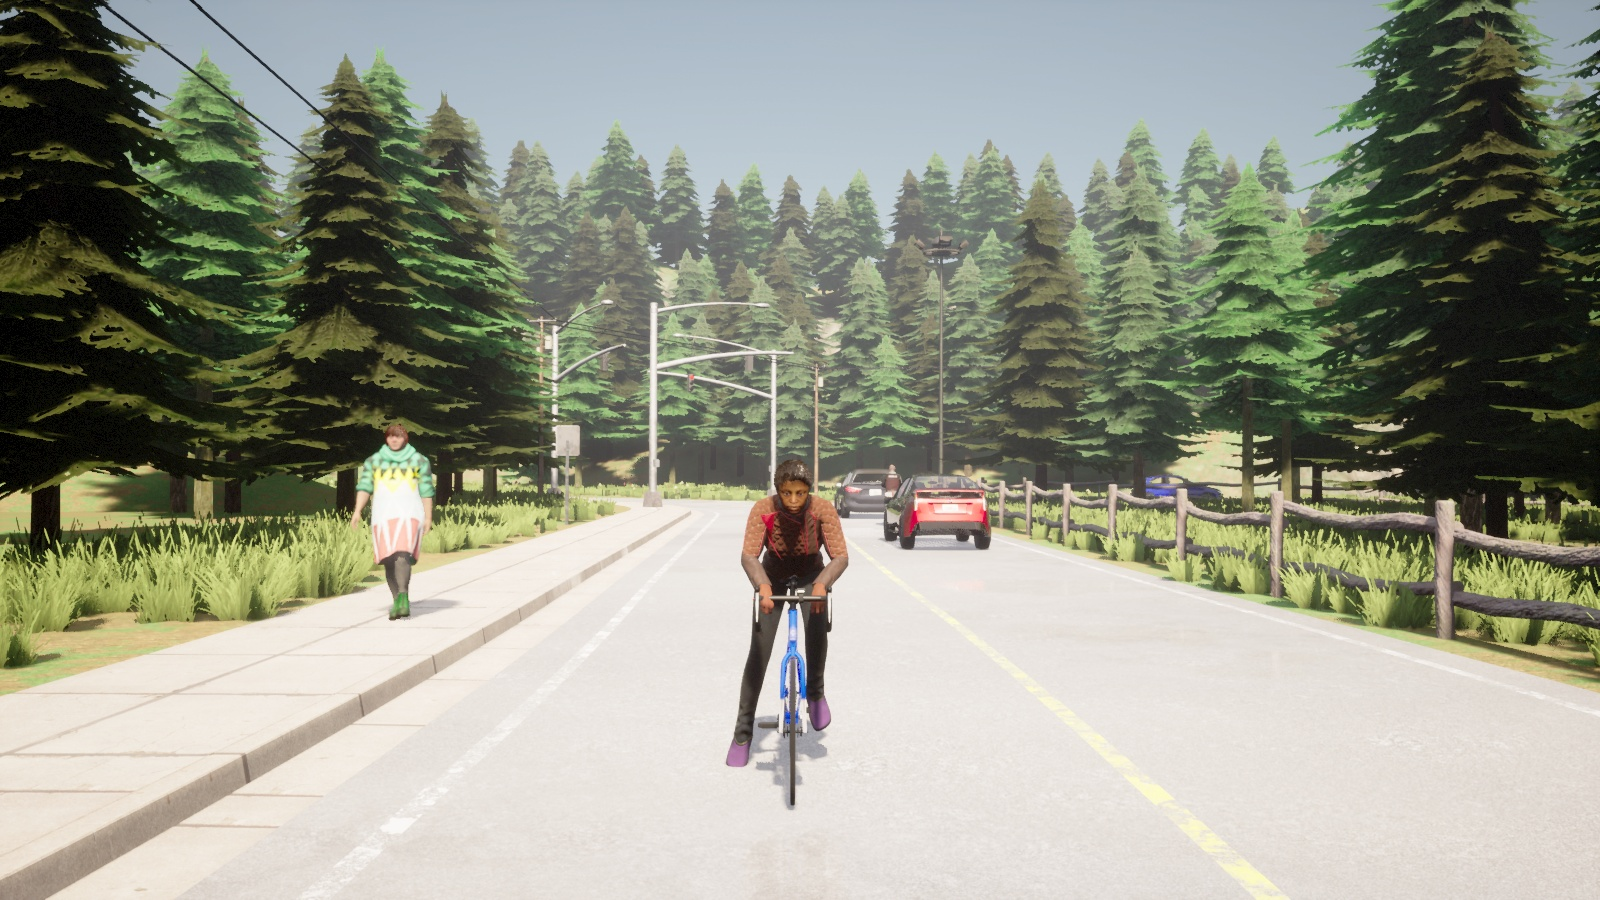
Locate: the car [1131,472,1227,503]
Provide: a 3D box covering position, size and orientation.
[{"bbox_3d":[18.286,1.806,60.677,4.193,1.474,1.816,0,-1,7],"label":"car"}]

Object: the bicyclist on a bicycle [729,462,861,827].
[{"bbox_3d":[-0.030,0.875,6.417,0.582,1.620,1.656,0,-1,-1],"label":"bicyclist on a bicycle"}]

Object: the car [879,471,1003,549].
[{"bbox_3d":[2.901,1.207,26.798,2.007,1.525,4.514,0,-1,-2],"label":"car"}]

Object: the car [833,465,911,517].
[{"bbox_3d":[2.401,1.381,43.205,2.242,1.667,4.611,0,-1,-2],"label":"car"}]

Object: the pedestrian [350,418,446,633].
[{"bbox_3d":[-3.776,0.689,11.854,0.659,1.952,0.873,0,-1,-3],"label":"pedestrian"}]
